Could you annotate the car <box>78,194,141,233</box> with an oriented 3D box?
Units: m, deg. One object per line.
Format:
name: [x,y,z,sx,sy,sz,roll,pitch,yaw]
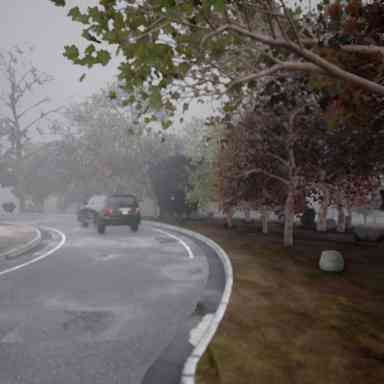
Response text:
car: [-4.825,1.103,19.091,2.150,2.045,5.566,0,0,-32]
